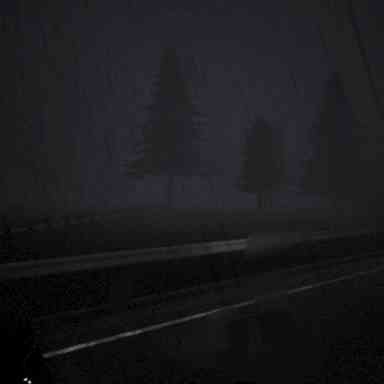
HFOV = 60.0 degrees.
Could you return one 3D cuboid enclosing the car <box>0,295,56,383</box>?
[{"bbox_3d":[-3.484,1.207,1.261,5.566,2.045,2.150,0,0,-36],"label":"car"}]
